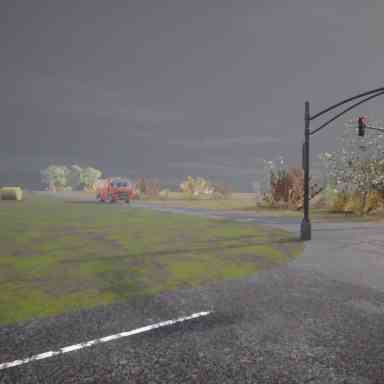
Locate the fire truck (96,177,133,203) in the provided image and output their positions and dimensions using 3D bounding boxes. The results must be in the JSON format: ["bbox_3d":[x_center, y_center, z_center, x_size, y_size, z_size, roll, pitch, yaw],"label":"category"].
[{"bbox_3d":[-11.796,-0.355,50.011,2.891,3.827,8.468,1,0,-32],"label":"fire truck"}]
